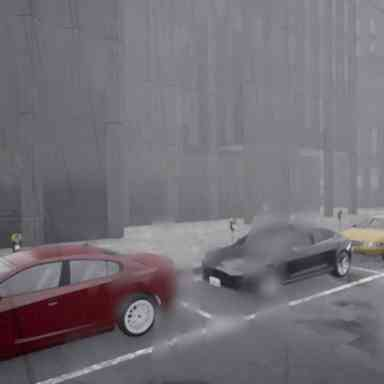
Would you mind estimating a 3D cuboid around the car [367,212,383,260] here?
[{"bbox_3d":[6.698,1.384,11.442,4.829,1.417,1.752,-1,0,-36],"label":"car"}]

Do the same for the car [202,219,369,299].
[{"bbox_3d":[2.252,1.488,8.264,4.313,1.339,1.947,-1,0,-36],"label":"car"}]

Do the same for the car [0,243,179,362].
[{"bbox_3d":[-2.334,1.534,4.987,4.507,1.381,1.887,-1,0,-36],"label":"car"}]
